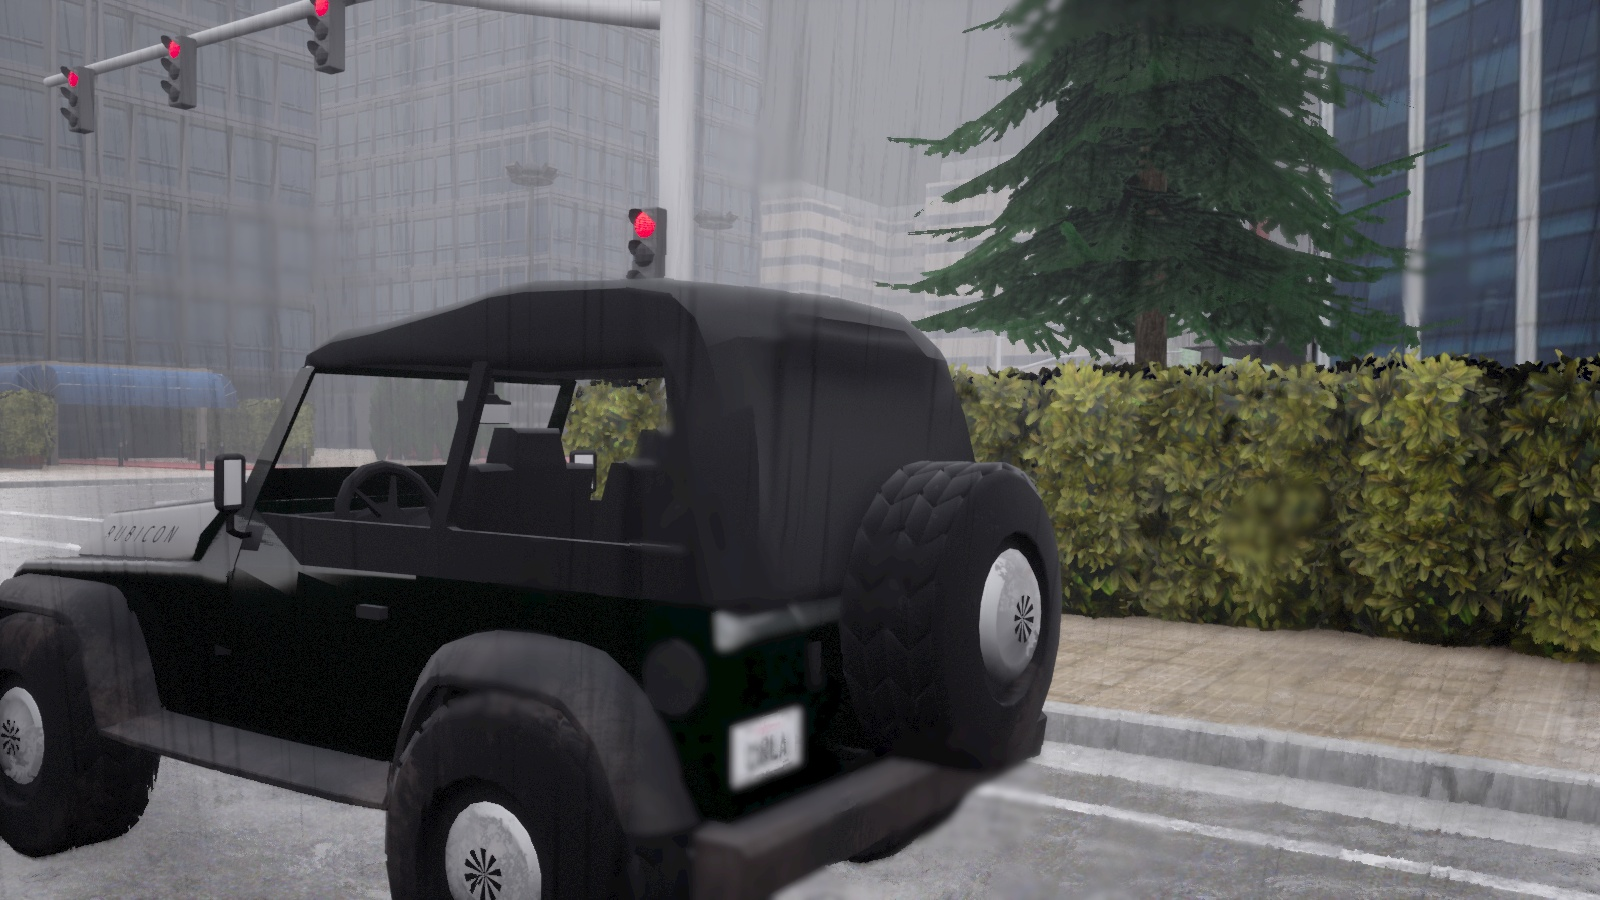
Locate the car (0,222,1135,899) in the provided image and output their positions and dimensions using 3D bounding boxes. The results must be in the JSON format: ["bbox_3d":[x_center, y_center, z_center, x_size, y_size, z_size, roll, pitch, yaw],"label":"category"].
[{"bbox_3d":[-1.061,0.478,4.325,3.866,1.878,1.905,0,1,34],"label":"car"}]
